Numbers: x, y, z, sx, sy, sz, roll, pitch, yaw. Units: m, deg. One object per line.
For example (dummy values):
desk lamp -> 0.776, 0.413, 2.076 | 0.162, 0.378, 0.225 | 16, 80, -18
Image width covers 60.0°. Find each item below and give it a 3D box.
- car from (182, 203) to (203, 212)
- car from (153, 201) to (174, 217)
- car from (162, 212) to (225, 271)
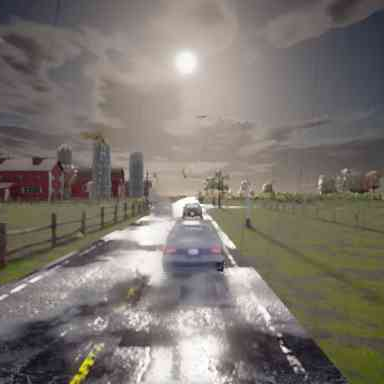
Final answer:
car -> 0.045, 1.729, 31.165 | 1.812, 1.442, 4.674 | 0, 0, 0
car -> -2.880, 1.730, 34.443 | 1.837, 1.490, 4.892 | 0, 0, 0
car -> 0.049, 1.620, 11.166 | 2.033, 1.411, 5.357 | 0, 0, 0
